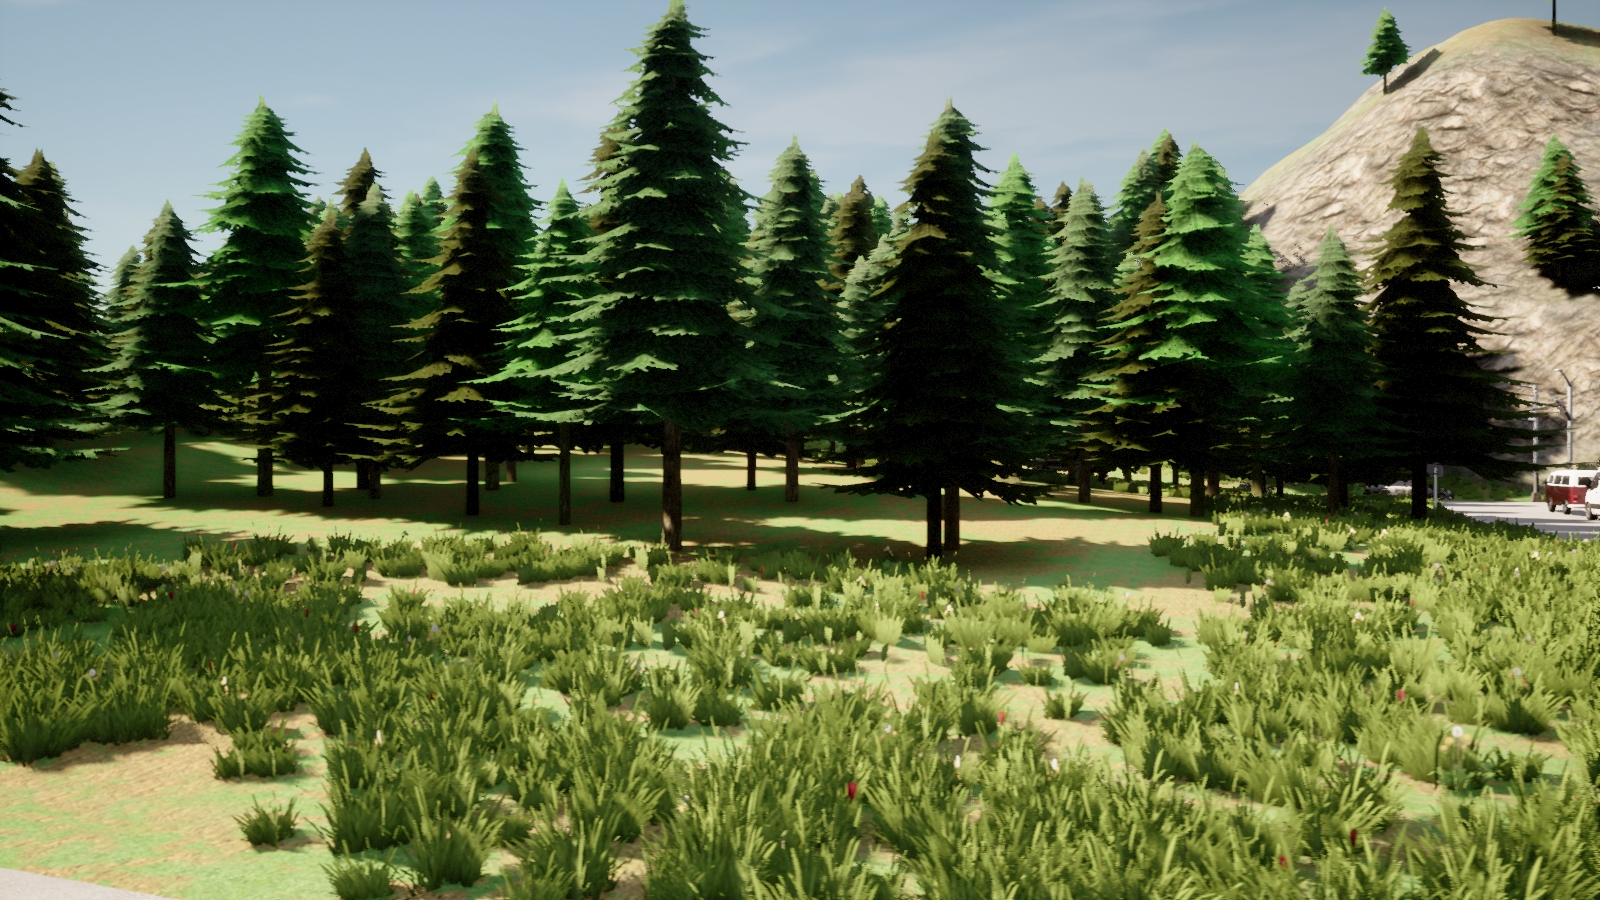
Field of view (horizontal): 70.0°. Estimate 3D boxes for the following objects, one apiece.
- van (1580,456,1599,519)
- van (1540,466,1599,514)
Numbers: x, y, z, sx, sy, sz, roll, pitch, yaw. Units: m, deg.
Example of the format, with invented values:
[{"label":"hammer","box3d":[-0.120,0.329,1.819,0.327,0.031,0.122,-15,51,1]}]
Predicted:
[{"label":"van","box3d":[33.496,1.543,46.060,1.988,2.561,5.915,0,0,20]},{"label":"van","box3d":[35.929,1.791,52.725,2.069,2.038,4.480,0,0,20]}]
